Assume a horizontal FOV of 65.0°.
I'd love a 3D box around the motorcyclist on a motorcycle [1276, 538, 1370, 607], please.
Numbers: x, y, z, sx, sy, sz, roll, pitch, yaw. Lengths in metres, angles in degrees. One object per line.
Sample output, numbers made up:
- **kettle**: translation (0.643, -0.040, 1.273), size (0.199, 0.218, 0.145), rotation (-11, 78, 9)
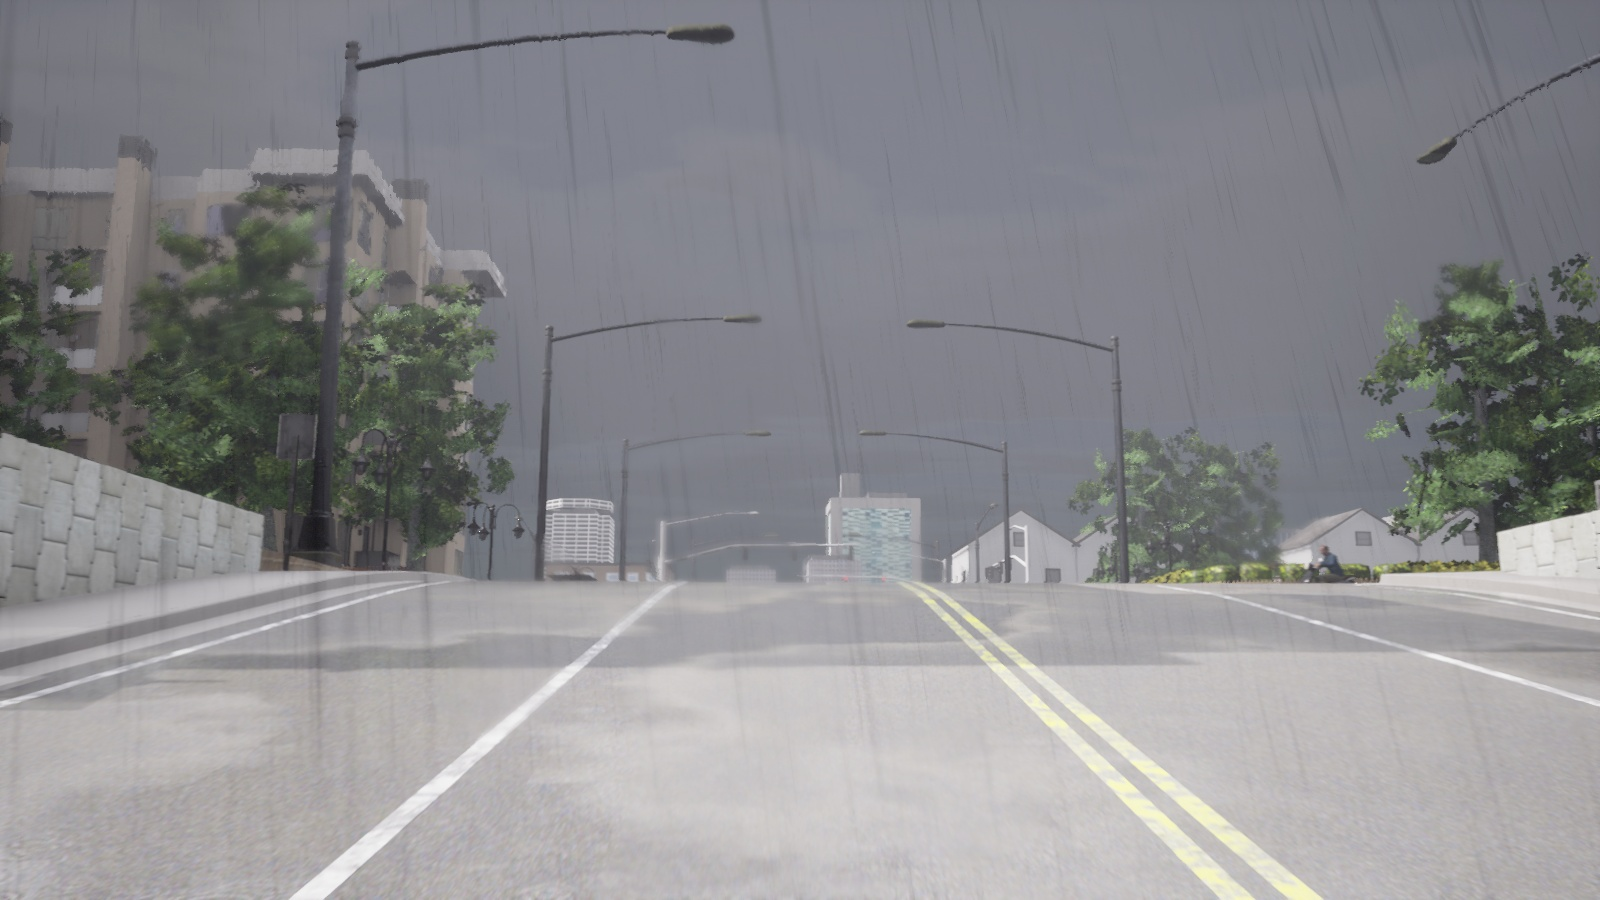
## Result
- **motorcyclist on a motorcycle**: translation (12.781, 3.007, 30.734), size (1.817, 1.590, 0.866), rotation (0, -11, 0)
